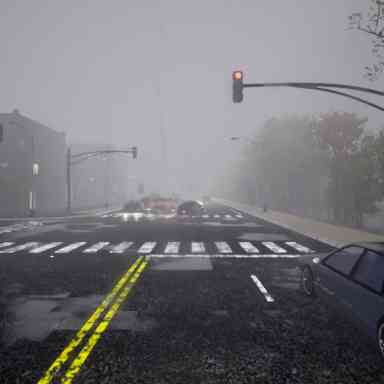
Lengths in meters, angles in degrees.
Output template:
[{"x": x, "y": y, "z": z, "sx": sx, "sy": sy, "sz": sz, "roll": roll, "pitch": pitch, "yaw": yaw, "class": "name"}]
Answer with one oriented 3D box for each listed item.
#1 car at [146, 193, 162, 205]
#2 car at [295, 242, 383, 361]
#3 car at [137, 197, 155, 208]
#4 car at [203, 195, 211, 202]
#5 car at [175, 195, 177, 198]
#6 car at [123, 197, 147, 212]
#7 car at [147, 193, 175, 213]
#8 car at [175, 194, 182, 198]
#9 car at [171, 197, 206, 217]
[{"x": -6.629, "y": 1.216, "z": 58.975, "sx": 2.150, "sy": 2.045, "sz": 5.566, "roll": 0, "pitch": 0, "yaw": 0, "class": "car"}, {"x": 3.353, "y": 1.546, "z": 5.448, "sx": 2.033, "sy": 1.411, "sz": 5.357, "roll": 0, "pitch": 0, "yaw": 0, "class": "car"}, {"x": -6.623, "y": 1.499, "z": 48.422, "sx": 1.837, "sy": 1.490, "sz": 4.892, "roll": 0, "pitch": 0, "yaw": 0, "class": "car"}, {"x": 3.161, "y": 1.471, "z": 75.063, "sx": 1.882, "sy": 1.535, "sz": 5.008, "roll": 0, "pitch": 0, "yaw": 0, "class": "car"}, {"x": -3.369, "y": 1.499, "z": 45.380, "sx": 1.837, "sy": 1.490, "sz": 4.892, "roll": 0, "pitch": 0, "yaw": 0, "class": "car"}, {"x": -6.603, "y": 1.559, "z": 38.027, "sx": 1.994, "sy": 1.385, "sz": 4.181, "roll": 0, "pitch": 0, "yaw": 0, "class": "car"}, {"x": -3.350, "y": 1.347, "z": 36.509, "sx": 2.097, "sy": 1.767, "sz": 4.553, "roll": 0, "pitch": 0, "yaw": 0, "class": "car"}, {"x": -3.383, "y": 1.486, "z": 57.501, "sx": 2.128, "sy": 1.511, "sz": 4.902, "roll": 0, "pitch": 0, "yaw": 0, "class": "car"}, {"x": -0.242, "y": 1.521, "z": 30.909, "sx": 1.812, "sy": 1.442, "sz": 4.674, "roll": 1, "pitch": 0, "yaw": 11, "class": "car"}]
